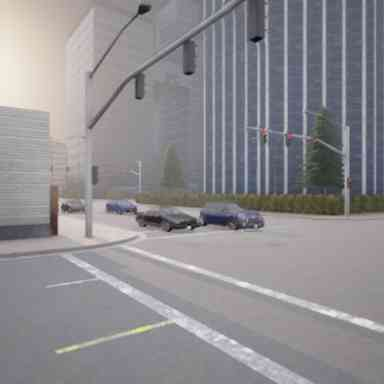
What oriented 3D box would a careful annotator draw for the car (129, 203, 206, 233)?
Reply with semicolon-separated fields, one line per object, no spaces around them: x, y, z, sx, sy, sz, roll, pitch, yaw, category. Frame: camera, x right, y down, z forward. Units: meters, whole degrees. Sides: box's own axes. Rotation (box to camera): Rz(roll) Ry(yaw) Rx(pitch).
-1.703;1.606;20.787;2.033;1.411;5.357;0;0;-36;car

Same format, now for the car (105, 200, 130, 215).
-7.405;1.537;34.715;1.882;1.535;5.008;0;0;-36;car

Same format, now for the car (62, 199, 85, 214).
-12.791;1.563;36.224;1.837;1.490;4.892;0;0;-36;car

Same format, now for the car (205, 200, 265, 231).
2.406;1.405;21.069;2.097;1.767;4.553;0;0;-36;car
